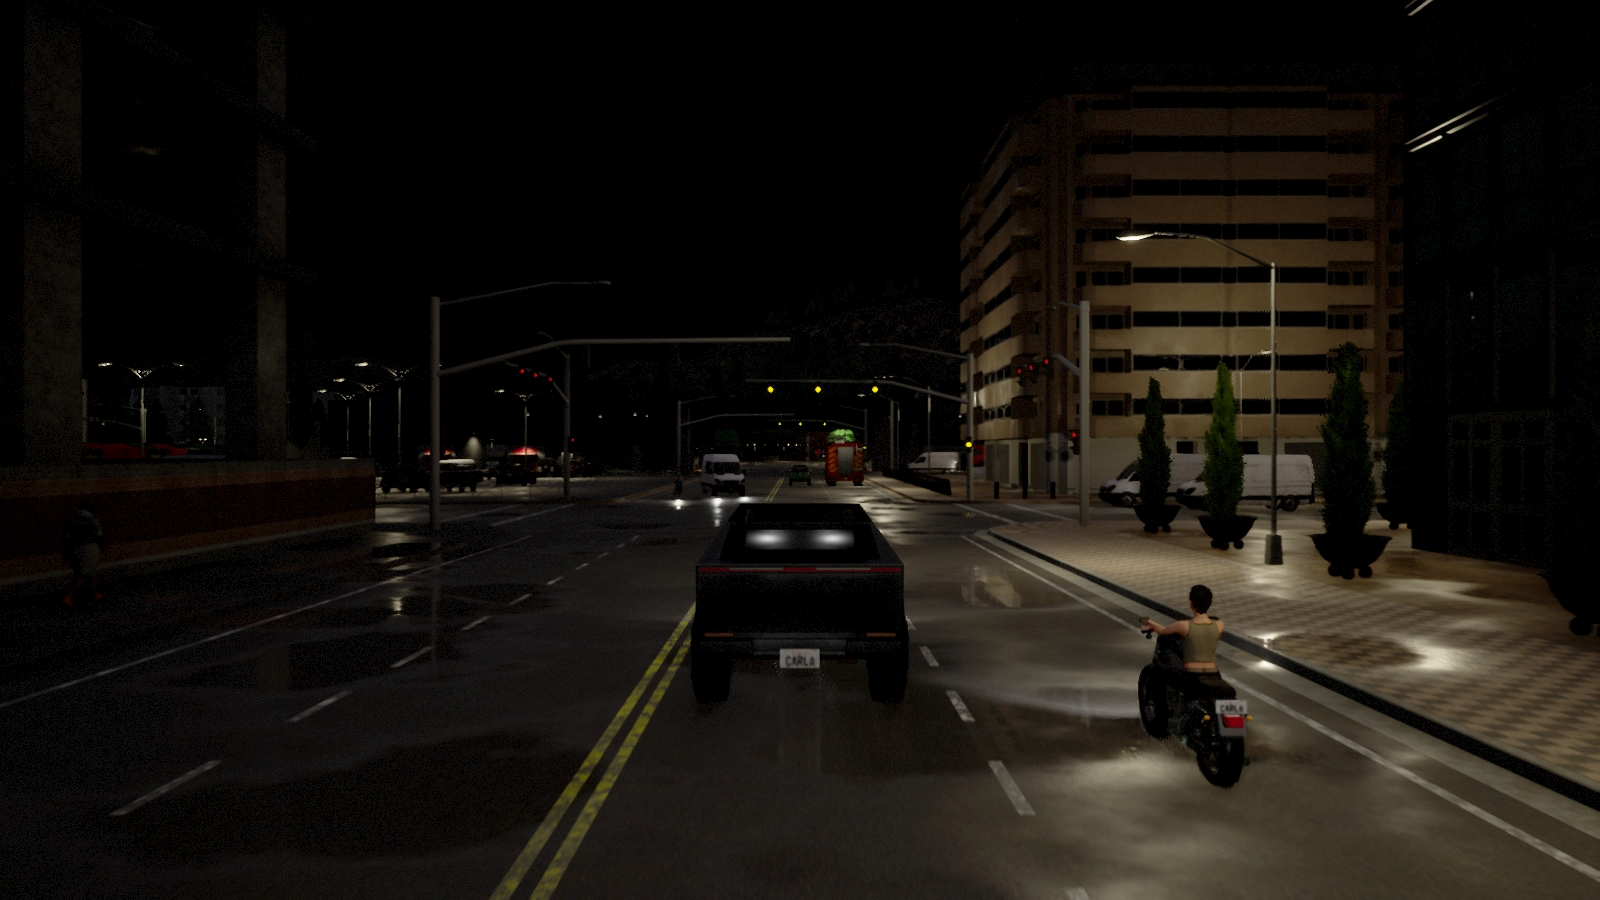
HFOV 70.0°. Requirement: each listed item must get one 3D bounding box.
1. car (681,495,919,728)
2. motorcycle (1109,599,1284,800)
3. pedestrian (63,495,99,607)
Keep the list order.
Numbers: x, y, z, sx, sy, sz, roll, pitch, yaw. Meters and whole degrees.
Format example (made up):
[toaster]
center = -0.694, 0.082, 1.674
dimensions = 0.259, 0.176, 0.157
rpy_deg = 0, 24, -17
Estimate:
[car]
center = -0.002, 1.752, 14.640
dimensions = 2.390, 2.098, 6.274
rpy_deg = 0, 0, 0
[motorcycle]
center = 3.501, 2.154, 10.341
dimensions = 0.764, 1.307, 2.356
rpy_deg = 0, 0, 0
[pedestrian]
center = -12.170, 1.694, 19.339
dimensions = 0.375, 1.860, 0.375
rpy_deg = 0, 0, 3
